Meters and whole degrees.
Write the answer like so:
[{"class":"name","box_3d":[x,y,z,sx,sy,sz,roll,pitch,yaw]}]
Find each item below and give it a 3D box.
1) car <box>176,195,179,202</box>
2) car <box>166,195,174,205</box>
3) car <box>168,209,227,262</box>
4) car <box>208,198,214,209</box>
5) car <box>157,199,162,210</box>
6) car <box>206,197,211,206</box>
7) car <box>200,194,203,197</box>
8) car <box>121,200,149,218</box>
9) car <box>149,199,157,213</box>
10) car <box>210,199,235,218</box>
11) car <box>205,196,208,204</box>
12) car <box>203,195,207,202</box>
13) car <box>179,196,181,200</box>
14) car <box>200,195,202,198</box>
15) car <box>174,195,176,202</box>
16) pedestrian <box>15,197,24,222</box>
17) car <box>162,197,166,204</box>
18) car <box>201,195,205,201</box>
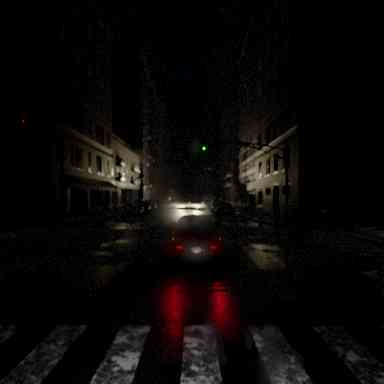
[{"class":"car","box_3d":[-4.879,1.816,81.193,1.947,1.339,4.313,1,0,1]},{"class":"car","box_3d":[-5.097,1.728,64.437,1.752,1.417,4.829,1,0,1]},{"class":"car","box_3d":[0.174,1.567,12.190,1.812,1.442,4.674,0,0,1]},{"class":"car","box_3d":[3.070,1.663,36.857,1.887,1.381,4.507,1,0,1]},{"class":"car","box_3d":[-5.383,1.688,42.492,2.008,1.369,4.403,1,0,1]},{"class":"car","box_3d":[3.141,1.686,42.387,2.008,1.369,4.403,1,0,1]},{"class":"car","box_3d":[3.717,1.846,86.629,1.802,1.307,4.206,1,0,1]},{"class":"car","box_3d":[-5.528,1.685,31.434,1.802,1.307,4.206,1,0,1]},{"class":"car","box_3d":[-5.456,1.686,36.963,1.947,1.339,4.313,1,0,1]},{"class":"car","box_3d":[2.998,1.667,31.327,1.947,1.339,4.313,1,0,1]},{"class":"car","box_3d":[3.214,1.696,47.918,1.887,1.381,4.507,1,0,1]},{"class":"car","box_3d":[3.357,1.751,58.978,1.947,1.339,4.313,1,0,1]},{"class":"car","box_3d":[-4.805,1.581,86.723,2.192,1.841,5.009,1,0,1]},{"class":"car","box_3d":[3.645,1.814,81.099,1.947,1.339,4.313,1,0,1]},{"class":"car","box_3d":[-5.023,1.785,70.136,1.947,1.339,4.313,1,0,1]},{"class":"pedestrian","box_3d":[-12.353,1.228,23.704,0.375,1.860,0.375,0,-1,0]},{"class":"car","box_3d":[-5.311,1.698,48.020,1.887,1.381,4.507,1,0,1]},{"class":"car","box_3d":[3.501,1.768,70.039,2.008,1.369,4.403,1,0,1]}]
